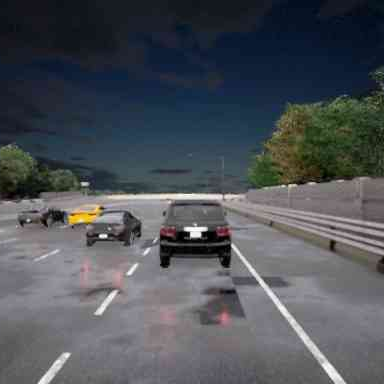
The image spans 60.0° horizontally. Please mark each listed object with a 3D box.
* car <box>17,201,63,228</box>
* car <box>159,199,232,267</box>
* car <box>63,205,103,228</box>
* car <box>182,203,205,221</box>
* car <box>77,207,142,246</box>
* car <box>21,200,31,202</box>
[{"bbox_3d":[-10.398,1.637,23.554,2.128,1.511,4.902,0,-1,0],"label":"car"},{"bbox_3d":[0.099,1.266,11.759,2.150,2.045,5.566,0,0,0],"label":"car"},{"bbox_3d":[-6.898,1.619,23.137,1.882,1.535,5.008,0,-1,0],"label":"car"},{"bbox_3d":[0.102,1.793,30.667,1.994,1.385,4.181,0,-1,0],"label":"car"},{"bbox_3d":[-3.499,1.594,15.404,1.812,1.442,4.674,0,0,0],"label":"car"},{"bbox_3d":[-24.530,1.973,49.364,1.812,1.442,4.674,0,-1,1],"label":"car"}]
